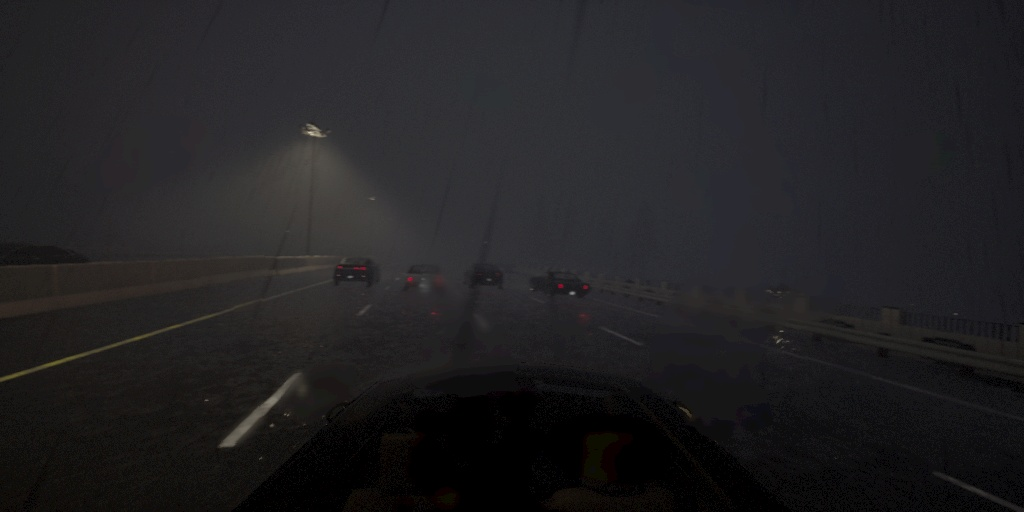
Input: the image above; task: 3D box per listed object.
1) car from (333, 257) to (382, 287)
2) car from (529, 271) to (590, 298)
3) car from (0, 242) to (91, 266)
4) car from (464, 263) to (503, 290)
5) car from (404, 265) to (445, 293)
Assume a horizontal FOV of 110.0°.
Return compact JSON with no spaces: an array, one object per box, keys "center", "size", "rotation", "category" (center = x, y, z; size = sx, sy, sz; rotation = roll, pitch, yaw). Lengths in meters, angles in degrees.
[{"center":[-8.370,0.796,19.680],"size":[2.128,1.511,4.902],"rotation":[3,0,-14],"category":"car"},{"center":[2.427,1.506,19.638],"size":[1.895,1.301,4.718],"rotation":[3,0,-14],"category":"car"},{"center":[-17.597,0.252,12.471],"size":[1.837,1.490,4.892],"rotation":[3,0,-14],"category":"car"},{"center":[-1.848,1.165,22.435],"size":[1.882,1.535,5.008],"rotation":[3,0,-14],"category":"car"},{"center":[-4.553,1.111,18.760],"size":[1.895,1.301,4.718],"rotation":[3,0,-14],"category":"car"}]
